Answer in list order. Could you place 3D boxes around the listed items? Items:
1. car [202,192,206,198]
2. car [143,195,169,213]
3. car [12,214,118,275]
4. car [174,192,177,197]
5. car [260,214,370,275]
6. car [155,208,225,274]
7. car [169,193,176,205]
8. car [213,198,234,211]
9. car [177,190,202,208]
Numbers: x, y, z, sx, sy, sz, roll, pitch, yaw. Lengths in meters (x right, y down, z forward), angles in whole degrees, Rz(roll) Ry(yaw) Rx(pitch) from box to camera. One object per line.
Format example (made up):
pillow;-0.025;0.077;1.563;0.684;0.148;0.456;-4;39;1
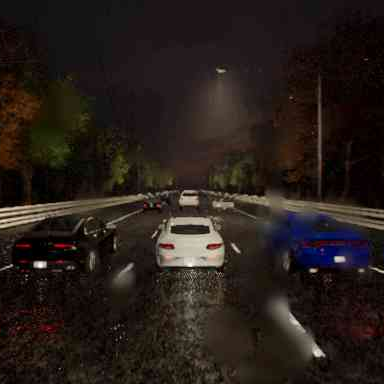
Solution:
car;2.754;0.739;89.843;1.882;1.535;5.008;0;1;0
car;-3.758;1.290;33.244;2.033;1.411;5.357;0;0;0
car;-3.560;1.427;10.180;1.837;1.490;4.892;0;0;0
car;-4.243;0.782;89.551;1.812;1.442;4.674;0;1;0
car;3.439;1.403;10.260;1.882;1.535;5.008;0;0;0
car;-0.059;1.449;10.211;1.812;1.442;4.674;0;0;0
car;-3.897;1.158;49.241;2.033;1.411;5.357;0;0;0
car;3.225;1.332;35.309;1.895;1.301;4.718;0;0;0
car;-0.310;0.918;39.322;2.150;2.045;5.566;0;0;0
